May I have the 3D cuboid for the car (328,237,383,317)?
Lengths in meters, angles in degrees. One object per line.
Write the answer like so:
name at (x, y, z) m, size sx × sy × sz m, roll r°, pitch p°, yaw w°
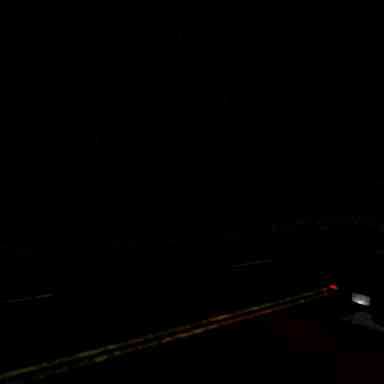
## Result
car at (4.667, 1.630, 6.833) m, size 4.674 × 1.442 × 1.812 m, roll 1°, pitch -1°, yaw -35°
